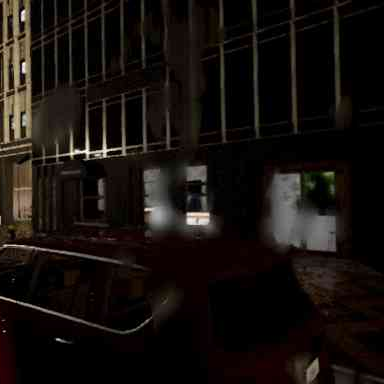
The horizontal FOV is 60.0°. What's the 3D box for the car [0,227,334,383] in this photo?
[{"bbox_3d":[-1.113,1.322,3.691,5.009,1.841,2.192,0,-1,36],"label":"car"}]
